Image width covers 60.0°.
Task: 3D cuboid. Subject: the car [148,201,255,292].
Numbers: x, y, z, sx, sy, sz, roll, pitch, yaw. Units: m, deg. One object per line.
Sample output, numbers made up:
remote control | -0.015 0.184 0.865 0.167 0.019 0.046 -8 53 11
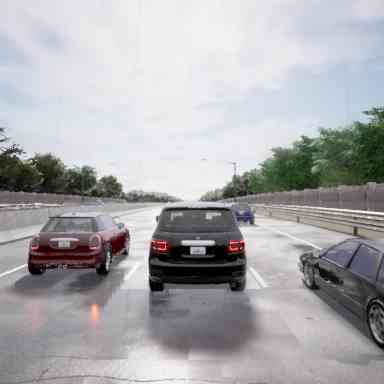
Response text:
car | 0.125 1.264 9.208 2.150 2.045 5.566 0 0 0

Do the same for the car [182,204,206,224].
car | 0.178 1.808 28.384 1.882 1.535 5.008 0 -1 0

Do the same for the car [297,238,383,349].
car | 3.612 1.569 6.156 2.033 1.411 5.357 0 0 1

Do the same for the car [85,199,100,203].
car | -17.344 2.296 58.631 2.150 2.045 5.566 0 -2 0

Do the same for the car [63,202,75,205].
car | -20.862 2.517 57.167 1.882 1.535 5.008 0 -2 1

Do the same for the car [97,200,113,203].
car | -13.874 2.489 56.079 1.882 1.535 5.008 0 -2 1

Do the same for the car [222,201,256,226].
car | 3.673 1.651 26.939 2.097 1.767 4.553 0 -1 0

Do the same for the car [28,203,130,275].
car | -3.367 1.408 10.805 2.097 1.767 4.553 0 -1 -1
